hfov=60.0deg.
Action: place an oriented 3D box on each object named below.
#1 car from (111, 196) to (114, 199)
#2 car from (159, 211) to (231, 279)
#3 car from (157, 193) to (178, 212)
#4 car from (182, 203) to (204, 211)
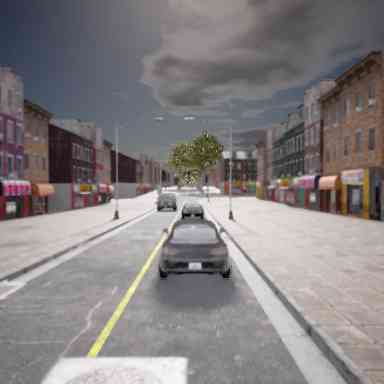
[{"bbox_3d":[-20.430,1.092,77.015,4.507,1.381,1.887,-1,2,0],"label":"car"},{"bbox_3d":[0.066,1.528,9.944,1.812,1.442,4.674,0,0,0],"label":"car"},{"bbox_3d":[-2.869,1.184,39.469,2.150,2.045,5.566,0,1,0],"label":"car"},{"bbox_3d":[0.069,1.602,29.179,1.895,1.301,4.718,0,0,0],"label":"car"}]
